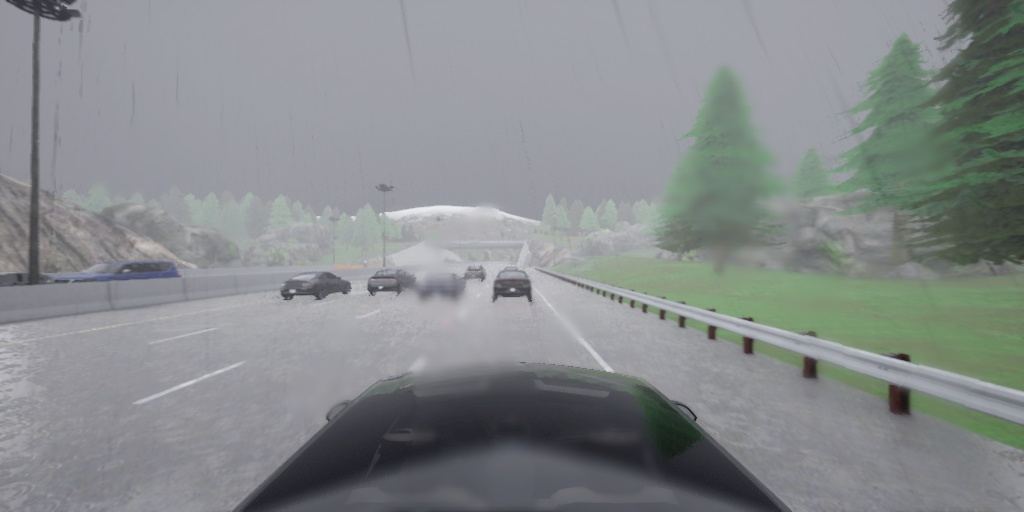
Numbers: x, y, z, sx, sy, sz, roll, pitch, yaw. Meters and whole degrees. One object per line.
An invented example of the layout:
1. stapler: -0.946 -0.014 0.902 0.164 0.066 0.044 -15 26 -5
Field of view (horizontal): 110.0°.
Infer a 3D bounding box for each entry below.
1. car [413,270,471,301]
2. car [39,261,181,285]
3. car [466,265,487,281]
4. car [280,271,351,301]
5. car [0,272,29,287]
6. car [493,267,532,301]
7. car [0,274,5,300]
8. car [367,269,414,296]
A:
1. car: -3.483 1.576 18.857 1.895 1.301 4.718 0 -1 0
2. car: -21.183 1.283 19.481 2.150 2.045 5.566 0 -1 0
3. car: -3.583 1.673 35.618 2.128 1.511 4.902 0 -1 0
4. car: -10.487 1.539 19.420 1.812 1.442 4.674 0 -1 0
5. car: -24.669 1.554 17.208 1.837 1.490 4.892 0 -1 0
6. car: 0.015 1.439 18.926 1.882 1.535 5.008 0 -1 0
7. car: -28.168 1.627 17.106 1.994 1.385 4.181 0 -1 0
8. car: -7.001 1.515 21.507 2.128 1.511 4.902 0 -1 0
